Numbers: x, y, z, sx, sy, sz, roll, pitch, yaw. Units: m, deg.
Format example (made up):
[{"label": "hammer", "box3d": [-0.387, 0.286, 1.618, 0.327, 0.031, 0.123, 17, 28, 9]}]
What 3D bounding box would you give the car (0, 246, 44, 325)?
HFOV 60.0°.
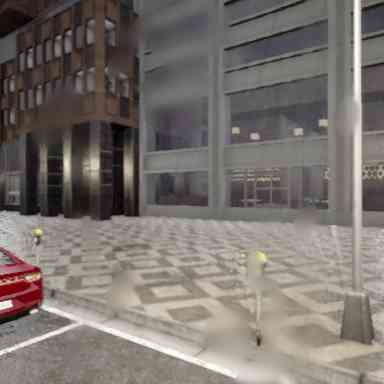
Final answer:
[{"label": "car", "box3d": [-4.633, 1.576, 6.285, 4.507, 1.381, 1.887, 0, 0, 35]}]
